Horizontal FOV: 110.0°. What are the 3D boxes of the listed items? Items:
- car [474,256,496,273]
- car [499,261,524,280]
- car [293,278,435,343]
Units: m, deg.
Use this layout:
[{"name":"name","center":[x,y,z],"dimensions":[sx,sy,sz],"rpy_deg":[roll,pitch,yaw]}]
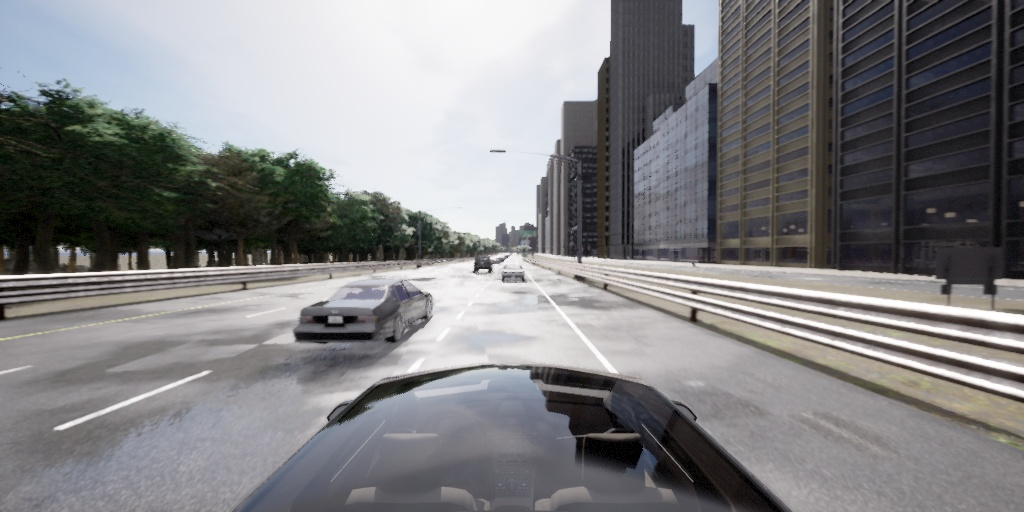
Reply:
[{"name":"car","center":[-3.570,1.018,45.140],"dimensions":[2.150,2.045,5.566],"rpy_deg":[0,0,0]},{"name":"car","center":[0.081,1.375,31.159],"dimensions":[1.895,1.301,4.718],"rpy_deg":[0,0,0]},{"name":"car","center":[-3.496,1.303,9.607],"dimensions":[2.033,1.411,5.357],"rpy_deg":[0,0,0]}]
